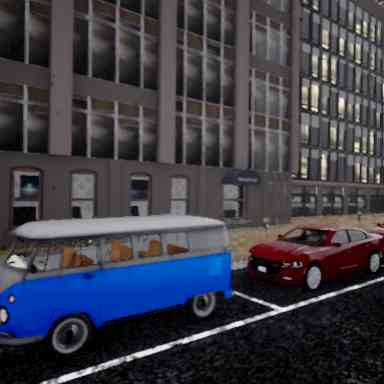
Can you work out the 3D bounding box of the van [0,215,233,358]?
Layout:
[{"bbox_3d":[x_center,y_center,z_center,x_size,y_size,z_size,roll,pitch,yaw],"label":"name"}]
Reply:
[{"bbox_3d":[-1.142,1.339,5.727,3.998,1.788,1.690,0,1,-35],"label":"van"}]

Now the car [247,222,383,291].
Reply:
[{"bbox_3d":[3.464,1.541,9.013,4.507,1.381,1.887,0,1,-35],"label":"car"}]
